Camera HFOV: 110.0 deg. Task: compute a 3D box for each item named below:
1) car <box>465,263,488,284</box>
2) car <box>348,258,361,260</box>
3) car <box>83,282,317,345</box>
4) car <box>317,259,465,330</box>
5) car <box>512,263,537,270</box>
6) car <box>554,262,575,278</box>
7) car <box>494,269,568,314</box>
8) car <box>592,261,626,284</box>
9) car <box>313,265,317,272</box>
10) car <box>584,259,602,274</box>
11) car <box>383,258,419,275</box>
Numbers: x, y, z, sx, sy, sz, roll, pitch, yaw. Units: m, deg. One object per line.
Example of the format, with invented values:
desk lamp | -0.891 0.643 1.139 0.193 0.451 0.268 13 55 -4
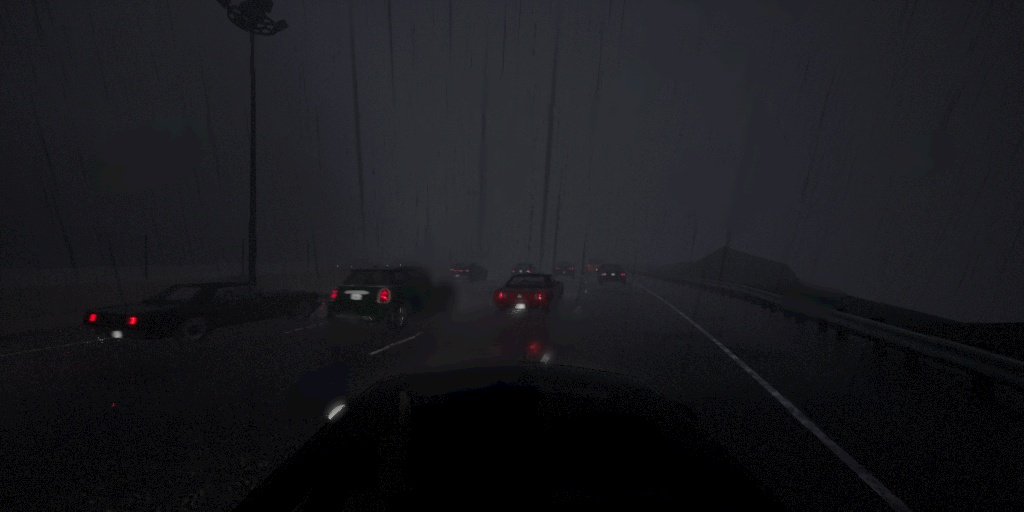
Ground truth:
car | -3.243 1.243 27.502 2.128 1.511 4.902 0 0 11
car | -18.746 1.101 42.508 2.097 1.767 4.553 0 0 7
car | -7.617 1.351 9.637 1.895 1.301 4.718 0 0 17
car | -3.483 1.100 11.438 2.097 1.767 4.553 0 0 16
car | 1.126 1.297 31.722 2.033 1.411 5.357 0 0 9
car | 5.041 1.275 34.426 1.812 1.442 4.674 0 0 8
car | 0.867 1.350 13.925 1.895 1.301 4.718 0 0 15
car | 7.361 1.297 26.849 2.033 1.411 5.357 0 0 11
car | -22.129 1.313 43.636 1.994 1.385 4.181 0 0 7
car | 9.430 1.101 41.126 2.097 1.767 4.553 0 0 7
car | -12.095 1.101 39.377 2.097 1.767 4.553 0 0 7
